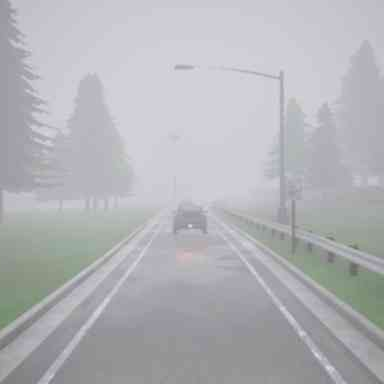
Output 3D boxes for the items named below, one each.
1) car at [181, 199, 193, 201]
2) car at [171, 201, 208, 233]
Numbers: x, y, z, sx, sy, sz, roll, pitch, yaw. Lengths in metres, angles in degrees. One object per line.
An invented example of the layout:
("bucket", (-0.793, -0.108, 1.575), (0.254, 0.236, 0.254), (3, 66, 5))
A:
("car", (-0.620, 1.493, 38.381), (1.812, 1.442, 4.674), (0, 0, -1))
("car", (-0.136, 1.488, 19.435), (1.837, 1.490, 4.892), (0, 0, -1))
